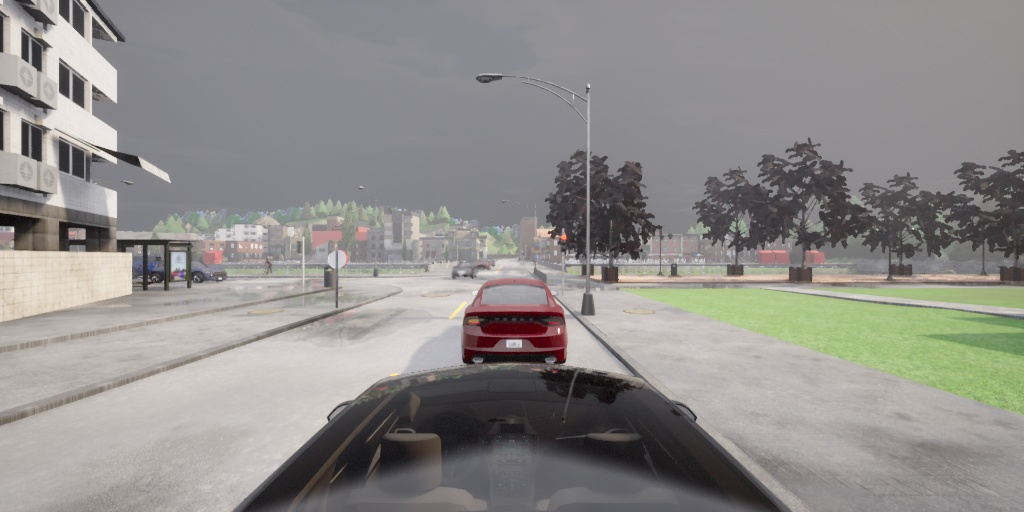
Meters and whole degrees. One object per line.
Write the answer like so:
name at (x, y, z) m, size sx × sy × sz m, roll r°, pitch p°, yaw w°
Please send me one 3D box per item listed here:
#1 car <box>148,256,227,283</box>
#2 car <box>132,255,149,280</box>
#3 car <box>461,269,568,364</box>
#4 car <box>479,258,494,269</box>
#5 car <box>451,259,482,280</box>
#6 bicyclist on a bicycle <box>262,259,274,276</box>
car at (-24.140, 1.102, 26.911) m, size 4.553 × 1.767 × 2.097 m, roll 0°, pitch 0°, yaw 0°
car at (-33.519, 0.971, 31.112) m, size 5.566 × 2.045 × 2.150 m, roll 0°, pitch 0°, yaw 0°
car at (0.054, 1.228, 8.115) m, size 1.882 × 1.535 × 5.008 m, roll 0°, pitch 0°, yaw 0°
car at (-4.088, 1.102, 50.314) m, size 2.097 × 1.767 × 4.553 m, roll 0°, pitch 0°, yaw 0°
car at (-4.095, 1.241, 31.484) m, size 2.128 × 1.511 × 4.902 m, roll 0°, pitch 0°, yaw 0°
bicyclist on a bicycle at (-24.021, 1.099, 35.307) m, size 0.582 × 1.620 × 1.656 m, roll 0°, pitch 0°, yaw 0°
